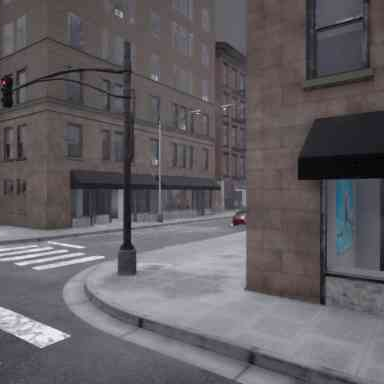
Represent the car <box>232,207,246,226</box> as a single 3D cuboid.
[{"bbox_3d":[4.615,1.709,24.063,1.994,1.385,4.181,0,0,36],"label":"car"}]
